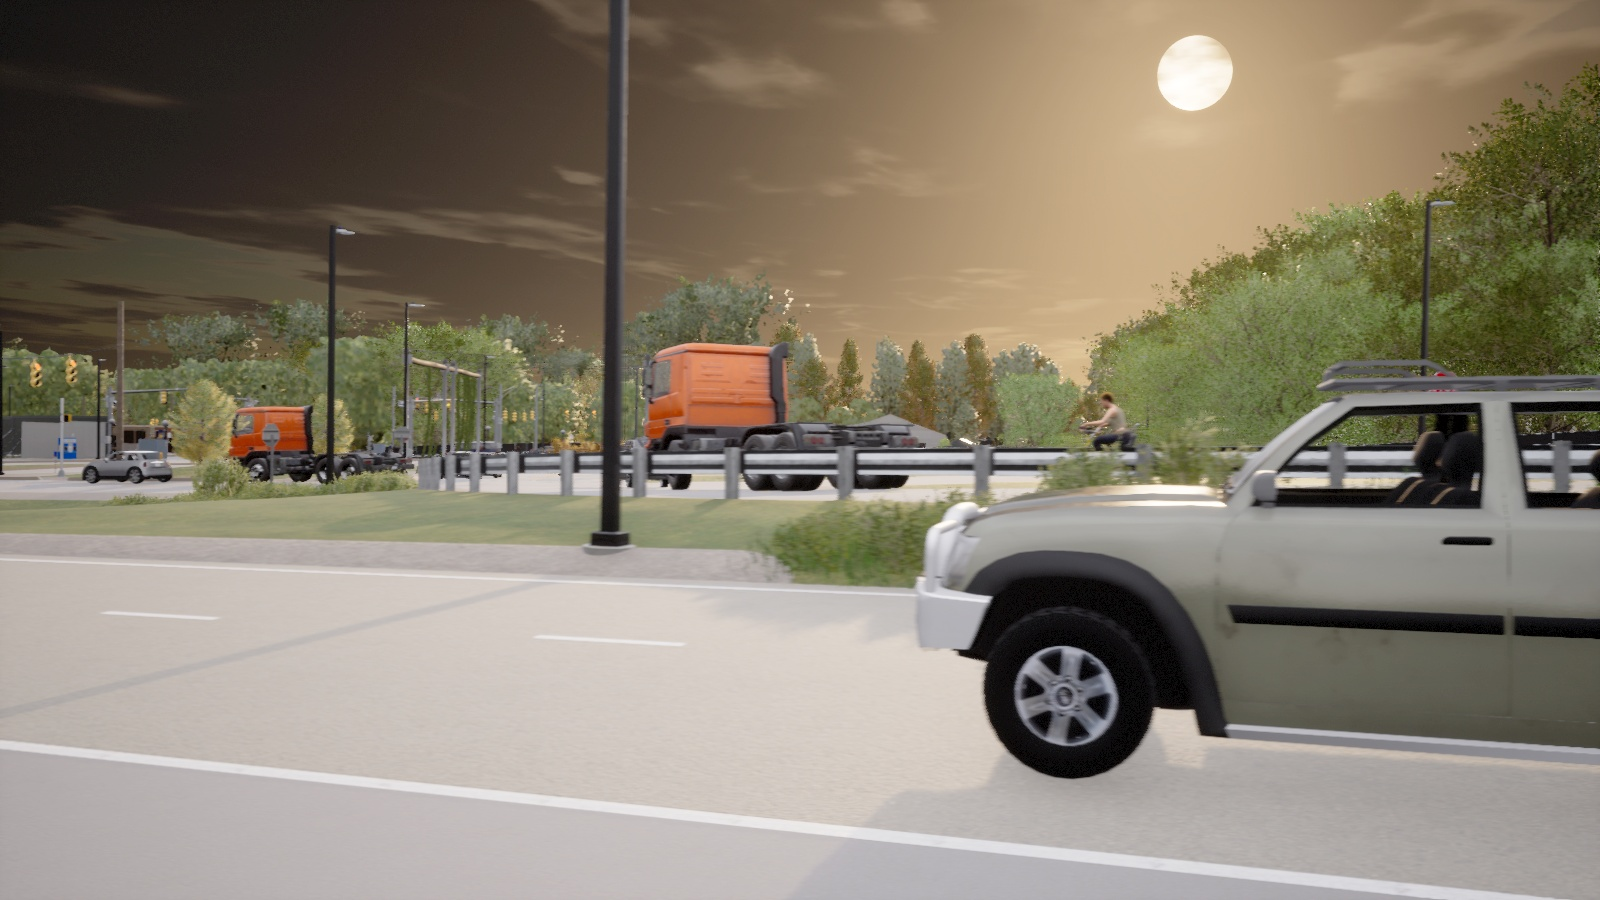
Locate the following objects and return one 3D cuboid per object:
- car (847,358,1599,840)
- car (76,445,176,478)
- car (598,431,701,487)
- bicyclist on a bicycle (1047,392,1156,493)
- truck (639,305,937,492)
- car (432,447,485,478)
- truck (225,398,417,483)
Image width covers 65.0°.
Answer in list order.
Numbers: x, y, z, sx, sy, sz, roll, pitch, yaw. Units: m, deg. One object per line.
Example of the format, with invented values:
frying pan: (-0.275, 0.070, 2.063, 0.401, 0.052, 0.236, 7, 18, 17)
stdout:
car: (2.708, 0.554, 5.971, 4.605, 1.855, 1.932, 0, 1, 19)
car: (-31.012, 0.505, 57.785, 3.806, 1.475, 1.970, 0, 1, 18)
car: (-4.575, 0.313, 37.552, 2.128, 1.511, 4.902, 1, -2, -18)
bicyclist on a bicycle: (4.970, -0.109, 20.732, 1.509, 1.612, 0.866, -1, -1, 35)
truck: (-0.579, -0.860, 27.368, 2.891, 3.462, 7.936, 1, -2, -31)
car: (-17.350, 0.635, 63.920, 1.970, 1.475, 3.806, 1, -1, -6)
truck: (-20.749, -0.418, 54.366, 7.936, 3.462, 2.891, 0, 1, 22)
